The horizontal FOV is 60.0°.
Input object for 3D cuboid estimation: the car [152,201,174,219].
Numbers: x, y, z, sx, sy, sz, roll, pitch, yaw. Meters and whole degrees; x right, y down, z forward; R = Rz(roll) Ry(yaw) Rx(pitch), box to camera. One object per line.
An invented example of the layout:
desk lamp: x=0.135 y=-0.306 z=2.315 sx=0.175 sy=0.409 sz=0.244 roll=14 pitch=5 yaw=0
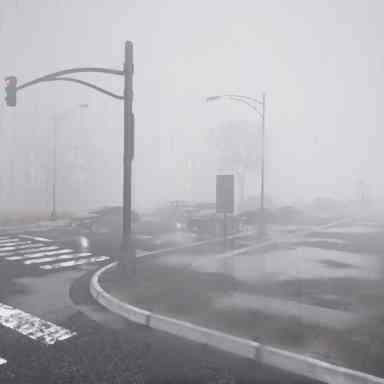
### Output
car: x=-1.637 y=1.481 z=29.463 sx=1.967 sy=1.590 sz=4.097 roll=1 pitch=0 yaw=36

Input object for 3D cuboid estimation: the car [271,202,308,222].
car: x=7.939 y=1.779 z=27.911 sx=1.802 sy=1.307 sz=4.206 roll=1 pitch=0 yaw=36

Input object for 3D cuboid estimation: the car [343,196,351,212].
car: x=18.410 y=1.721 z=42.289 sx=1.967 sy=1.590 sz=4.097 roll=1 pitch=0 yaw=36

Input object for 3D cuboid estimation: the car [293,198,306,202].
car: x=18.087 y=1.727 z=56.088 sx=1.752 sy=1.417 sz=4.829 roll=1 pitch=0 yaw=36

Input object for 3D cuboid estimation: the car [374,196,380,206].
car: x=34.903 y=1.941 z=64.820 sx=1.752 sy=1.417 sz=4.829 roll=1 pitch=0 yaw=36

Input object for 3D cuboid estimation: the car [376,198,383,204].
car: x=44.664 y=2.047 z=78.102 sx=2.008 sy=1.369 sz=4.403 roll=1 pitch=0 yaw=36

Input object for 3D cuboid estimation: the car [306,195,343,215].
car: x=15.151 y=1.569 z=37.796 sx=2.192 sy=1.841 sz=5.009 roll=1 pitch=0 yaw=36

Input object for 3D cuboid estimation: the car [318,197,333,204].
car: x=28.049 y=1.849 z=69.643 sx=1.947 sy=1.339 sz=4.313 roll=1 pitch=0 yaw=36

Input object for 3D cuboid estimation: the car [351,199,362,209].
car: x=24.942 y=1.774 z=51.264 sx=1.967 sy=1.590 sz=4.097 roll=1 pitch=0 yaw=36

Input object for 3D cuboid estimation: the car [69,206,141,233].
car: x=-5.108 y=1.564 z=20.147 sx=1.812 sy=1.442 sz=4.674 roll=1 pitch=0 yaw=36

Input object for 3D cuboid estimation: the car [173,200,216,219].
car: x=0.894 y=1.591 z=28.311 sx=1.837 sy=1.490 sz=4.892 roll=1 pitch=0 yaw=36

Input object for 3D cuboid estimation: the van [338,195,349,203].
van: x=37.912 y=1.707 z=83.063 sx=1.690 sy=1.788 sz=3.998 roll=1 pitch=0 yaw=36

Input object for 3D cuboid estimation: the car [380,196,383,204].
car: x=41.380 y=1.784 z=73.629 sx=2.192 sy=1.841 sz=5.009 roll=1 pitch=0 yaw=36

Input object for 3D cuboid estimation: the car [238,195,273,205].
car: x=7.135 y=1.358 z=36.784 sx=2.150 sy=2.045 sz=5.566 roll=1 pitch=0 yaw=36

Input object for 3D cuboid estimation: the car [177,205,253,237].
car: x=1.449 y=1.696 z=19.077 sx=2.008 sy=1.369 sz=4.403 roll=1 pitch=0 yaw=36

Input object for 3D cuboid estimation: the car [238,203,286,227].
car: x=4.695 y=1.737 z=23.495 sx=1.947 sy=1.339 sz=4.313 roll=1 pitch=0 yaw=36
